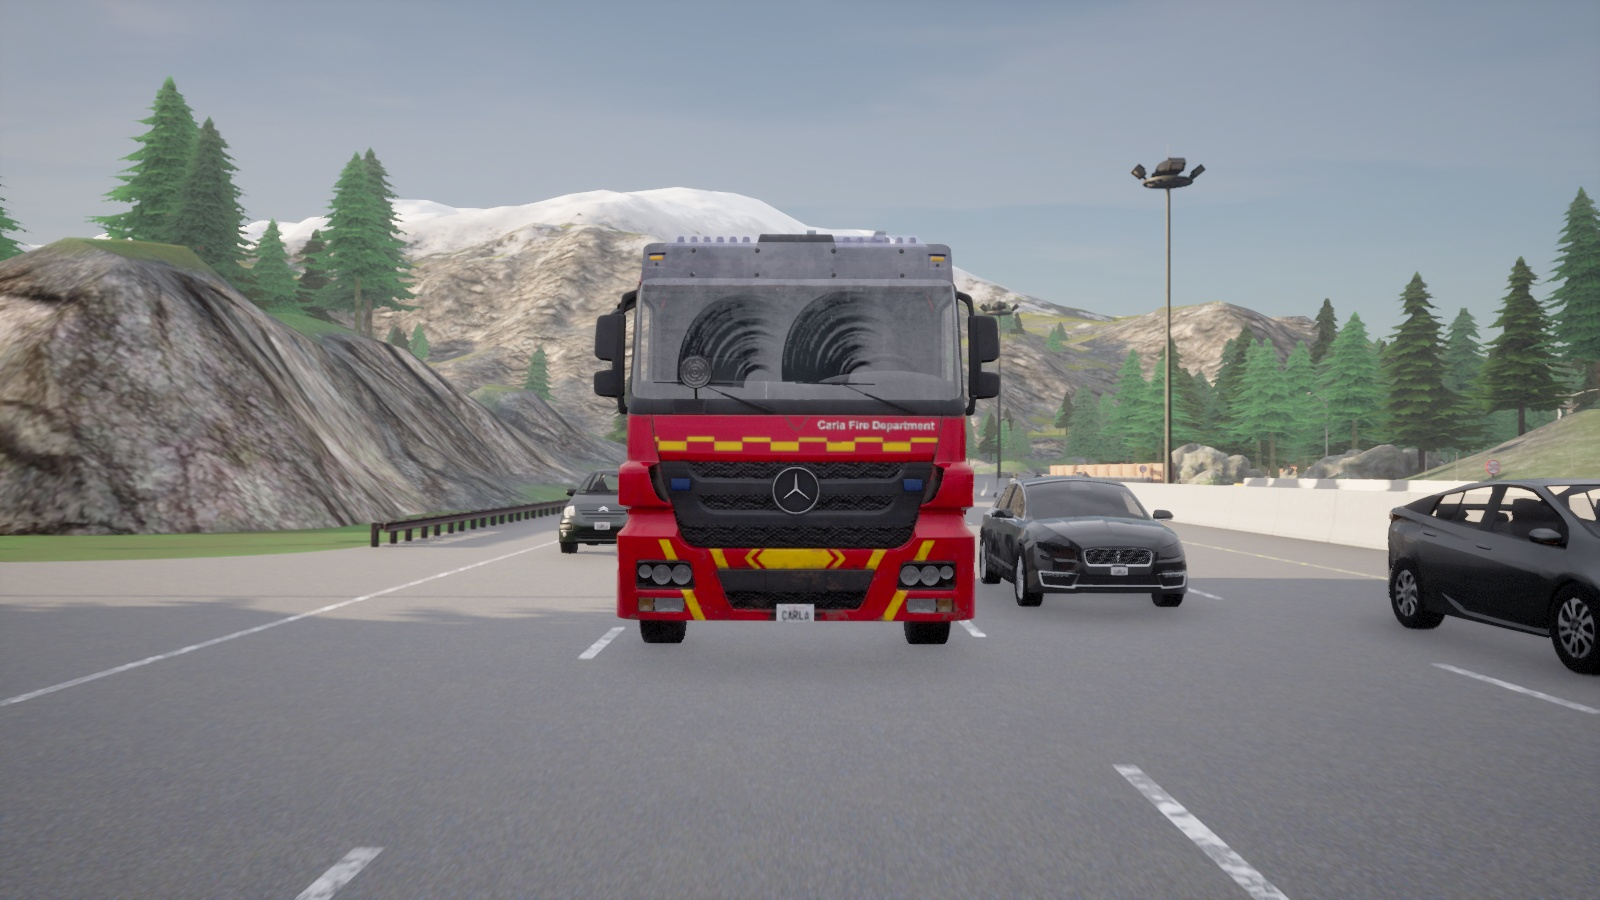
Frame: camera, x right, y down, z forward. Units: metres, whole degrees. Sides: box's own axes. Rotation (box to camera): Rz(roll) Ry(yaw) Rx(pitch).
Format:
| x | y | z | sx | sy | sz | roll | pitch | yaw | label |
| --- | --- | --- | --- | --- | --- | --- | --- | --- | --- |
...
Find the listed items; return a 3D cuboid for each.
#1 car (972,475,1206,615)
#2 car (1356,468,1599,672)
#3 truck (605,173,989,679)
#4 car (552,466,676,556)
| x | y | z | sx | sy | sz | roll | pitch | yaw | label |
| --- | --- | --- | --- | --- | --- | --- | --- | --- | --- |
| 3.461 | 1.074 | 16.035 | 1.837 | 1.490 | 4.892 | 0 | -1 | 0 | car |
| 6.973 | 0.921 | 11.201 | 2.007 | 1.525 | 4.514 | 0 | -1 | 0 | car |
| -0.038 | -0.120 | 13.757 | 2.891 | 3.827 | 8.468 | 0 | -1 | 0 | truck |
| -3.560 | 1.140 | 24.660 | 1.851 | 1.617 | 3.988 | 0 | -1 | 0 | car |
